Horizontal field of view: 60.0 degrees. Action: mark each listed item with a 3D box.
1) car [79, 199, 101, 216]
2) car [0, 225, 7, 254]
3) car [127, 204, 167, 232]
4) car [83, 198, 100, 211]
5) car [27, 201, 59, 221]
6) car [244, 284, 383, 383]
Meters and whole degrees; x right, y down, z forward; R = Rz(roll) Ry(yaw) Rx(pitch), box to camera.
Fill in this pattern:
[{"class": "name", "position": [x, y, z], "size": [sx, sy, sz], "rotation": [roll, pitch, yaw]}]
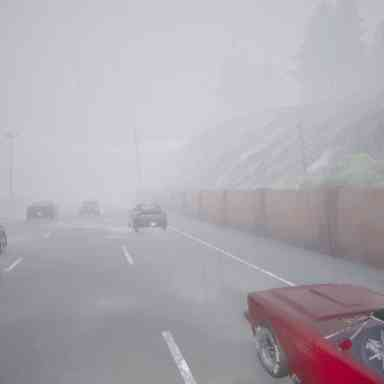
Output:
[{"class": "car", "position": [-9.889, 1.545, 32.211], "size": [2.033, 1.411, 5.357], "rotation": [0, 0, -16]}, {"class": "car", "position": [-7.228, 1.491, 10.335], "size": [2.128, 1.511, 4.902], "rotation": [0, 0, -16]}, {"class": "car", "position": [-2.761, 1.489, 20.125], "size": [2.128, 1.511, 4.902], "rotation": [0, 0, -16]}, {"class": "car", "position": [-12.781, 1.561, 42.254], "size": [1.994, 1.385, 4.181], "rotation": [0, 0, -16]}, {"class": "car", "position": [-12.094, 1.475, 27.235], "size": [1.882, 1.535, 5.008], "rotation": [0, 0, -16]}, {"class": "car", "position": [2.200, 1.600, 2.846], "size": [1.895, 1.301, 4.718], "rotation": [0, 0, -16]}]
